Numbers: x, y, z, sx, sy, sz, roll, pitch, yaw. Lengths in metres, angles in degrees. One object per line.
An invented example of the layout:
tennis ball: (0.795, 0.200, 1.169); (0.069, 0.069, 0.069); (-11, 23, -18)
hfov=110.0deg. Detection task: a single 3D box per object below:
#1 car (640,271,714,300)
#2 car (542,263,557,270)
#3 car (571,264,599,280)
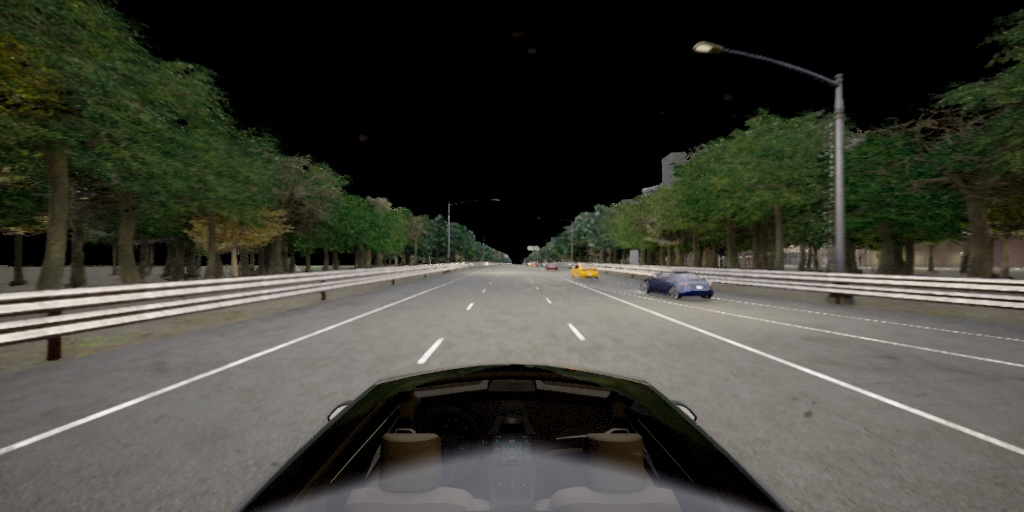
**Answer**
car: (8.600, 1.480, 19.041); (1.994, 1.385, 4.181); (0, 0, -9)
car: (7.039, 1.893, 64.919); (1.994, 1.385, 4.181); (0, -1, 0)
car: (7.090, 1.526, 35.305); (1.882, 1.535, 5.008); (0, 0, -1)
